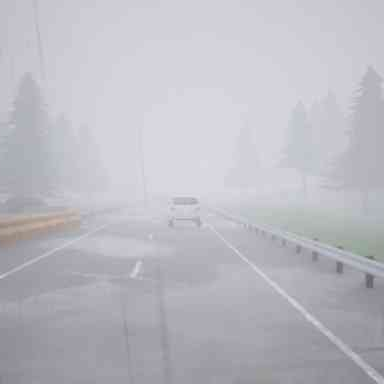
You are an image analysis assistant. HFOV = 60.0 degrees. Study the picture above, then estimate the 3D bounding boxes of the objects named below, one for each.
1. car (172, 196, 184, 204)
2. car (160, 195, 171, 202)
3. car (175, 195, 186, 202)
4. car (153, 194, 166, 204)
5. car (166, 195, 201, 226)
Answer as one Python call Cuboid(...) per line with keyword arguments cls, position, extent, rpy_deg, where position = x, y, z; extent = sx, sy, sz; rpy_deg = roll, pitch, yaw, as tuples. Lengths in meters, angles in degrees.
Cuboid(cls="car", position=(-2.781, 1.597, 66.155), extent=(2.128, 1.511, 4.902), rpy_deg=(0, 0, 1))
Cuboid(cls="car", position=(-6.080, 1.432, 75.999), extent=(1.882, 1.535, 5.008), rpy_deg=(0, 0, 3))
Cuboid(cls="car", position=(-2.564, 1.495, 76.297), extent=(2.128, 1.511, 4.902), rpy_deg=(0, 0, 3))
Cuboid(cls="car", position=(-6.287, 1.310, 65.287), extent=(2.150, 2.045, 5.566), rpy_deg=(0, 0, 1))
Cuboid(cls="car", position=(-0.604, 1.253, 23.847), extent=(2.150, 2.045, 5.566), rpy_deg=(0, 0, -4))
